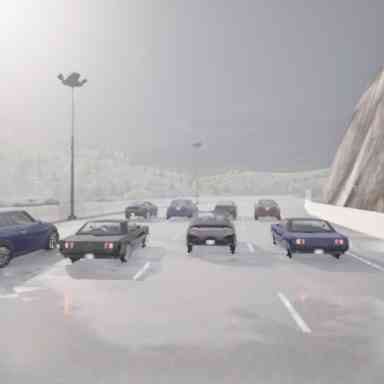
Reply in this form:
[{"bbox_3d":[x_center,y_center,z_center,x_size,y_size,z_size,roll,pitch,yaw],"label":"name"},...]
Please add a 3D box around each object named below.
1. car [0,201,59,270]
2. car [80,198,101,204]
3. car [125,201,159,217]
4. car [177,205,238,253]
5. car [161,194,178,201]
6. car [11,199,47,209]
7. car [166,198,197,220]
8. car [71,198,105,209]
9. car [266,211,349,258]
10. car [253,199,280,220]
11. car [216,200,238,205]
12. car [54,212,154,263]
[{"bbox_3d":[-6.378,1.349,11.278,2.097,1.767,4.553,0,0,4],"label":"car"},{"bbox_3d":[-12.276,1.488,42.574,1.882,1.535,5.008,0,0,14],"label":"car"},{"bbox_3d":[-4.257,1.520,28.684,1.837,1.490,4.892,0,0,10],"label":"car"},{"bbox_3d":[0.845,1.505,13.823,2.128,1.511,4.902,0,0,5],"label":"car"},{"bbox_3d":[-5.534,1.385,82.051,1.882,1.535,5.008,0,0,25],"label":"car"},{"bbox_3d":[-22.324,1.593,45.706,1.895,1.301,4.718,0,0,14],"label":"car"},{"bbox_3d":[-0.731,1.375,28.471,2.097,1.767,4.553,0,0,10],"label":"car"},{"bbox_3d":[-14.698,1.557,47.277,2.033,1.411,5.357,0,0,15],"label":"car"},{"bbox_3d":[4.246,1.621,12.842,1.895,1.301,4.718,0,0,5],"label":"car"},{"bbox_3d":[6.418,1.390,28.714,2.097,1.767,4.553,0,0,10],"label":"car"},{"bbox_3d":[3.163,1.510,30.394,1.882,1.535,5.008,0,0,11],"label":"car"},{"bbox_3d":[-2.844,1.605,11.995,1.895,1.301,4.718,0,0,4],"label":"car"}]
